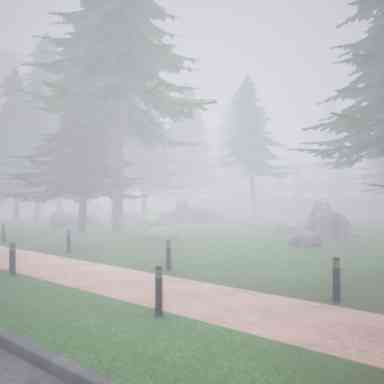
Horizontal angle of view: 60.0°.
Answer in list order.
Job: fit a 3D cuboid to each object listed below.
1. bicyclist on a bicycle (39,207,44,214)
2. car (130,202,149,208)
[{"bbox_3d":[-16.670,1.643,36.337,1.656,1.620,0.582,-1,-1,37],"label":"bicyclist on a bicycle"},{"bbox_3d":[-8.237,1.870,54.017,2.128,1.511,4.902,-1,0,37],"label":"car"}]
